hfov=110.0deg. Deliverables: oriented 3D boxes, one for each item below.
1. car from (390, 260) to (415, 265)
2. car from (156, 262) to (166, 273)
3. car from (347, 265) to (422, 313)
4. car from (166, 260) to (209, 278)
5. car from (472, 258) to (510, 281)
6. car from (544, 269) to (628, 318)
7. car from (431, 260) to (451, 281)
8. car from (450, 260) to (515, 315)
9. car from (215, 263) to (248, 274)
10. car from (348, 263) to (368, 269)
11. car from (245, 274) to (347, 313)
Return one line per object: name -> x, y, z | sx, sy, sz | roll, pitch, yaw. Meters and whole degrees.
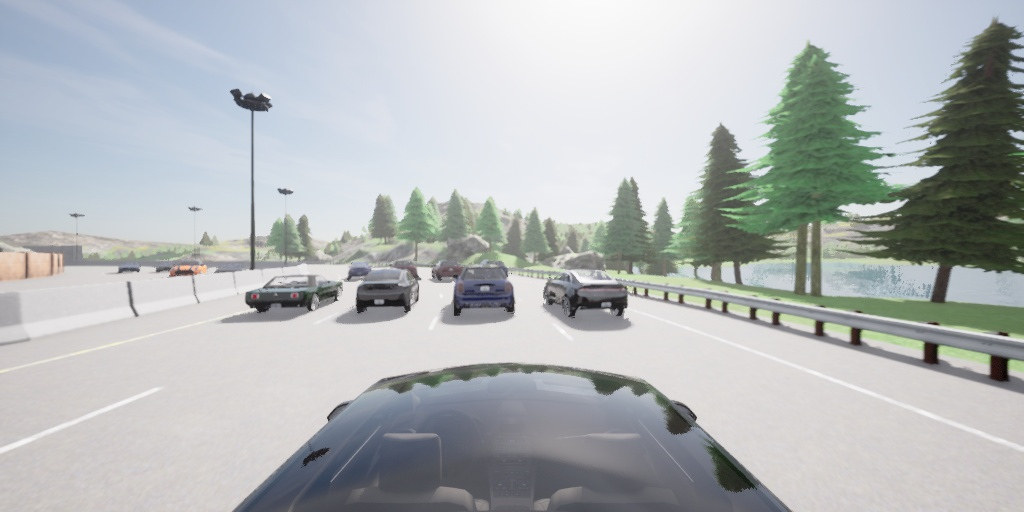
car -> -9.370, 1.113, 30.761 | 2.097, 1.767, 4.553 | 0, 0, -21
car -> -43.669, 1.416, 45.541 | 1.994, 1.385, 4.181 | 0, 0, -42
car -> -4.760, 1.261, 14.178 | 1.837, 1.490, 4.892 | 0, 0, -9
car -> -30.480, 1.172, 33.971 | 2.097, 1.767, 4.553 | 0, 0, -31
car -> -1.912, 1.091, 30.772 | 2.097, 1.767, 4.553 | 0, 0, -19
car -> 2.467, 1.228, 13.026 | 2.128, 1.511, 4.902 | 0, 0, -8
car -> -5.644, 1.102, 30.773 | 2.097, 1.767, 4.553 | 0, 0, -20
car -> -1.216, 1.099, 13.921 | 2.097, 1.767, 4.553 | 0, 0, -9
car -> -26.318, 1.372, 33.753 | 1.994, 1.385, 4.181 | 0, 0, -29
car -> -13.581, 1.298, 31.961 | 1.812, 1.442, 4.674 | 0, 0, -23
car -> -8.243, 1.368, 14.139 | 1.895, 1.301, 4.718 | 0, 0, -10
